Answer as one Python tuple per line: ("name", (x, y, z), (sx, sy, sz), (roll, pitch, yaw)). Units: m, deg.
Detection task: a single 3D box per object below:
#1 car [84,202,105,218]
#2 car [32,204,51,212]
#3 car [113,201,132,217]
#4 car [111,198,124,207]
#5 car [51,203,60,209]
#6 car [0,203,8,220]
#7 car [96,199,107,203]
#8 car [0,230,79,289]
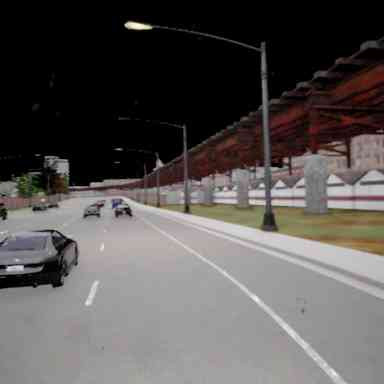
("car", (-11.689, 2.261, 39.181), (2.033, 1.411, 5.357), (-2, -1, -14))
("car", (-28.096, 2.959, 61.530), (2.033, 1.411, 5.357), (-2, -1, -14))
("car", (-8.150, 2.134, 39.447), (1.812, 1.442, 4.674), (-2, -1, -14))
("car", (-14.520, 2.257, 65.318), (2.150, 2.045, 5.566), (-2, -1, -14))
("car", (-31.978, 3.212, 77.314), (2.033, 1.411, 5.357), (-2, 0, -14))
("car", (-22.036, 2.230, 36.526), (2.150, 2.045, 5.566), (-2, -1, -14))
("car", (-19.307, 2.579, 69.773), (2.097, 1.767, 4.553), (-2, -1, -14))
("car", (-4.552, 1.793, 9.747), (1.994, 1.385, 4.181), (-1, -1, -12))
